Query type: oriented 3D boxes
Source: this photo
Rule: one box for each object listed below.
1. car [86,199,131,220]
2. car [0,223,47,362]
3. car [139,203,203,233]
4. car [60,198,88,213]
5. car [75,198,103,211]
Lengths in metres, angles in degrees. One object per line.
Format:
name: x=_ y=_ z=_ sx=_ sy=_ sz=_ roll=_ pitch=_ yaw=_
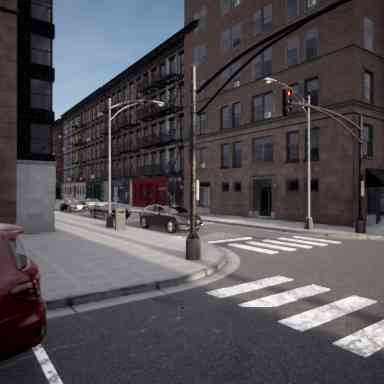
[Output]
car: x=-6.670 y=1.499 z=26.832 sx=1.895 sy=1.301 sz=4.718 roll=0 pitch=0 yaw=-35
car: x=-4.120 y=1.314 z=3.252 sx=5.009 sy=1.841 sz=2.192 roll=0 pitch=0 yaw=-35
car: x=-1.331 y=1.446 z=19.336 sx=1.837 sy=1.490 sz=4.892 roll=0 pitch=0 yaw=-37
car: x=-12.563 y=1.344 z=35.114 sx=2.128 sy=1.511 sz=4.902 roll=0 pitch=0 yaw=-35
car: x=-12.451 y=1.438 z=40.024 sx=1.895 sy=1.301 sz=4.718 roll=0 pitch=0 yaw=-35
